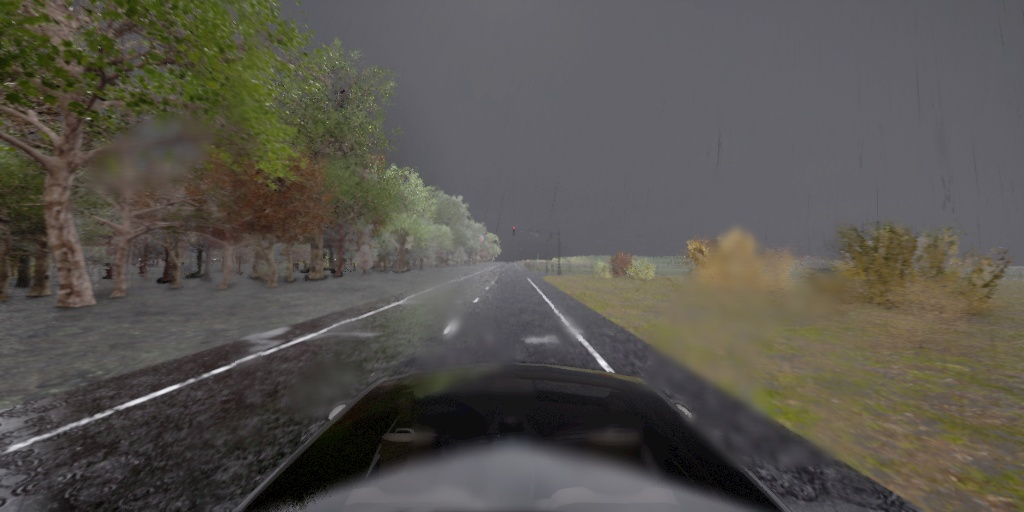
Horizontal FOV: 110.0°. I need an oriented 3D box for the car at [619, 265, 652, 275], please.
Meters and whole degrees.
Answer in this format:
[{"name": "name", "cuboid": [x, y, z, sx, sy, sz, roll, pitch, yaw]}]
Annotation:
[{"name": "car", "cuboid": [18.308, 2.065, 53.231, 4.674, 1.442, 1.812, 1, -2, 0]}]
